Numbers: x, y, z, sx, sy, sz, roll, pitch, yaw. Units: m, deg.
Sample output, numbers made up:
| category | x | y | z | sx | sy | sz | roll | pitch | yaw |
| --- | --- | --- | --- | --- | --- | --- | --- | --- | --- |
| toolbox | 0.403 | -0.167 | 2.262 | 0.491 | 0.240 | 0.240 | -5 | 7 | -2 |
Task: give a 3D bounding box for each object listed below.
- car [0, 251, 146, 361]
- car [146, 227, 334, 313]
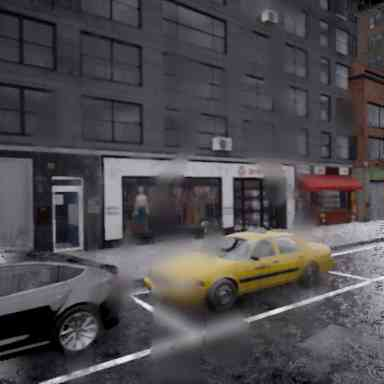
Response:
| category | x | y | z | sx | sy | sz | roll | pitch | yaw |
| --- | --- | --- | --- | --- | --- | --- | --- | --- | --- |
| car | -3.046 | 1.566 | 4.488 | 4.313 | 1.339 | 1.947 | 0 | -1 | -36 |
| car | 1.297 | 1.511 | 7.588 | 4.829 | 1.417 | 1.752 | 0 | -1 | -36 |
